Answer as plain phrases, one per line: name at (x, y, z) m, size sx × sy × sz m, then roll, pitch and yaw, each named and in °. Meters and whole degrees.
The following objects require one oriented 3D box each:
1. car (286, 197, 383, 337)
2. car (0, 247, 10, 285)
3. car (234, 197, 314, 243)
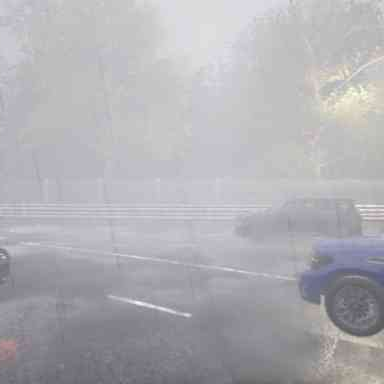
car at (4.521, 1.199, 4.902) m, size 5.566 × 2.045 × 2.150 m, roll 0°, pitch 0°, yaw 36°
car at (-6.220, 1.479, 7.646) m, size 4.892 × 1.490 × 1.837 m, roll 0°, pitch 0°, yaw 30°
car at (4.713, 1.257, 15.061) m, size 5.566 × 2.045 × 2.150 m, roll 0°, pitch 1°, yaw 3°
